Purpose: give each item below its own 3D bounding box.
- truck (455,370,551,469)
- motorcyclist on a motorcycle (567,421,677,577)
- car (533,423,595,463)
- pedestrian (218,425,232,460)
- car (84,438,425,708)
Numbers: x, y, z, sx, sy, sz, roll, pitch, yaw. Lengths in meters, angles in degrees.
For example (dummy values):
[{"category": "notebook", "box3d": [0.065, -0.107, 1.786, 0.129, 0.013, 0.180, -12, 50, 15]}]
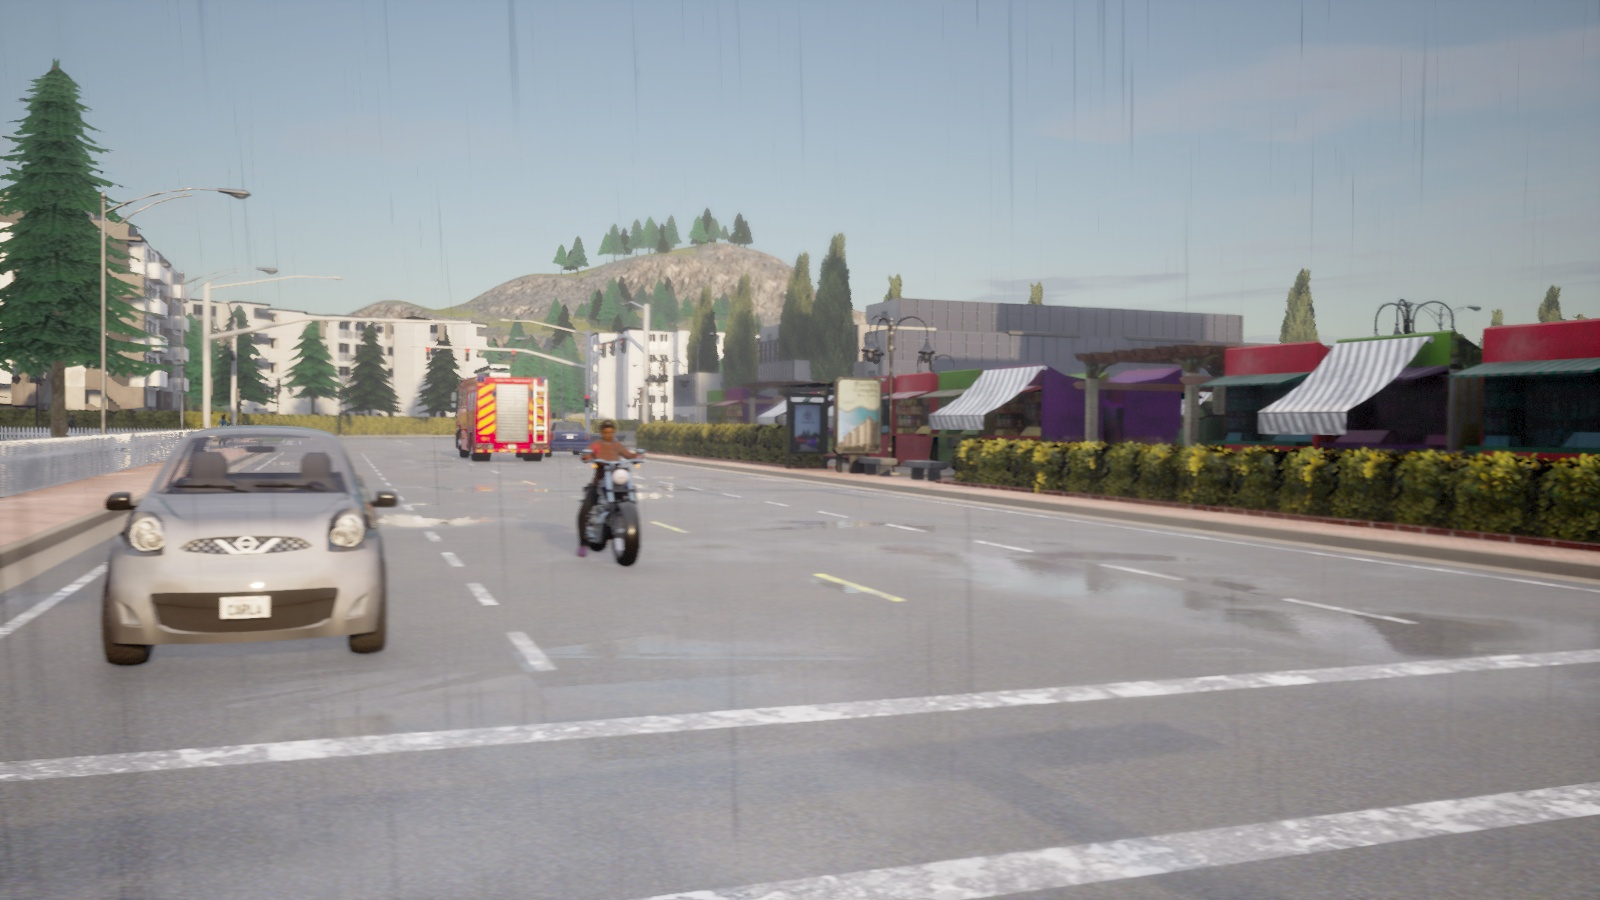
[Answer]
[{"category": "truck", "box3d": [-12.637, -1.253, 52.885, 2.891, 3.827, 8.468, -1, 1, -20]}, {"category": "motorcyclist on a motorcycle", "box3d": [-2.105, 0.498, 14.566, 0.766, 1.649, 2.350, -1, 1, -20]}, {"category": "car", "box3d": [-11.093, -0.363, 58.823, 2.097, 1.767, 4.553, -1, 1, -20]}, {"category": "pedestrian", "box3d": [-31.906, -0.418, 69.662, 0.692, 1.930, 0.396, 0, 1, 42]}, {"category": "car", "box3d": [-3.845, 0.685, 9.207, 1.845, 1.501, 3.633, -1, 1, -20]}]
